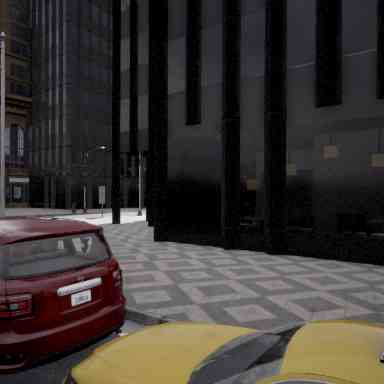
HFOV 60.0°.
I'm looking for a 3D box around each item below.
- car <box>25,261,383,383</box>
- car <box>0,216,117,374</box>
[{"bbox_3d":[1.046,1.525,2.213,4.829,1.417,1.752,0,0,36],"label":"car"},{"bbox_3d":[-3.233,1.314,5.265,5.009,1.841,2.192,0,0,36],"label":"car"}]
